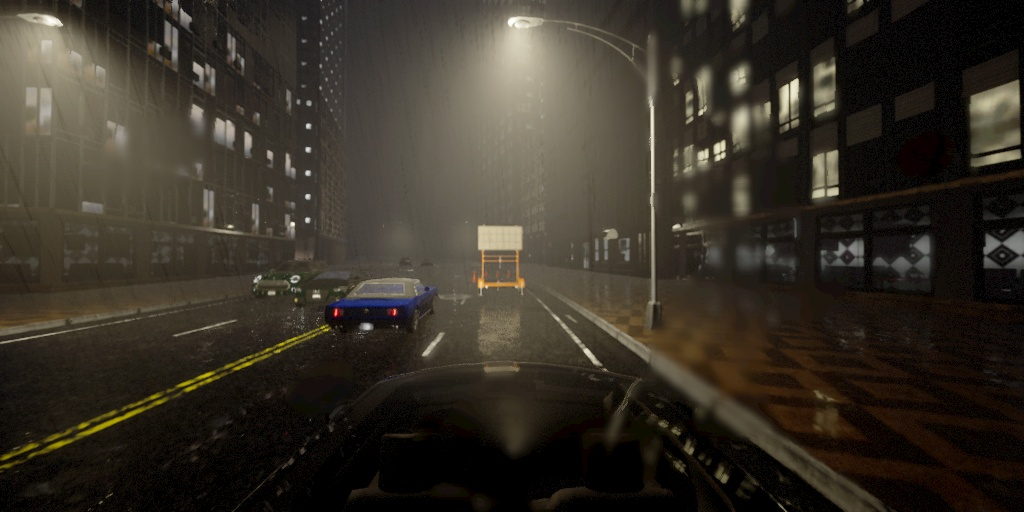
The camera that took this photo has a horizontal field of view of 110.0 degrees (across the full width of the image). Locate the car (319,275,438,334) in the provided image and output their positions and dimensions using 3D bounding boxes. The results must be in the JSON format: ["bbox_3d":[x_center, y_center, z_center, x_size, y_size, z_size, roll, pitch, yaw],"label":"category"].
[{"bbox_3d":[-3.397,1.303,10.381,1.895,1.301,4.718,0,0,-2],"label":"car"}]

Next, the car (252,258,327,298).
[{"bbox_3d":[-10.551,1.005,17.726,2.097,1.767,4.553,0,0,-4],"label":"car"}]

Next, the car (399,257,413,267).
[{"bbox_3d":[-16.729,0.938,56.504,1.837,1.490,4.892,0,0,-13],"label":"car"}]

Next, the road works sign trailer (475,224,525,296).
[{"bbox_3d":[-0.629,0.124,18.801,2.380,3.560,2.880,0,0,-5],"label":"road works sign trailer"}]

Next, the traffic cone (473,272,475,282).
[{"bbox_3d":[-2.677,1.576,25.634,0.340,0.580,0.340,0,0,-6],"label":"traffic cone"}]

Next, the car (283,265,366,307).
[{"bbox_3d":[-7.090,1.239,14.753,1.994,1.385,4.181,0,0,-4],"label":"car"}]

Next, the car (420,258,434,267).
[{"bbox_3d":[-13.012,1.001,55.065,2.033,1.411,5.357,0,0,-13],"label":"car"}]
